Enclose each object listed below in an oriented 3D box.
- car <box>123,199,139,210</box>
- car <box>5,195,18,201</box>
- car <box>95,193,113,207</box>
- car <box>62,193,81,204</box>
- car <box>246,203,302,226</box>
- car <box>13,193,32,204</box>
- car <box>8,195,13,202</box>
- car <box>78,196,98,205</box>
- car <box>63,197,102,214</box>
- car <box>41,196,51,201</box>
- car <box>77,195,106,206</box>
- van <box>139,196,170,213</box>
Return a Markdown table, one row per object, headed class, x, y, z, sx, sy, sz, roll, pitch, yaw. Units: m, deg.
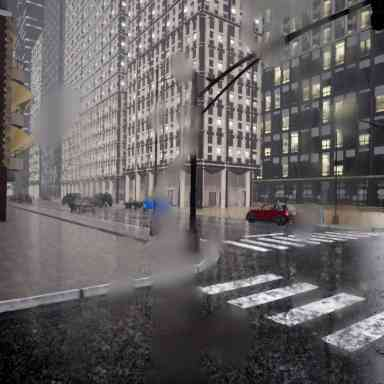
| class | x | y | z | sx | sy | sz | roll | pitch | yaw |
| --- | --- | --- | --- | --- | --- | --- | --- | --- | --- |
| car | -7.324 | 1.584 | 42.365 | 2.008 | 1.369 | 4.403 | 1 | -1 | -35 |
| car | -40.327 | 1.378 | 74.349 | 2.008 | 1.369 | 4.403 | 1 | -1 | -35 |
| car | -14.474 | 1.255 | 53.157 | 2.150 | 2.045 | 5.566 | 1 | -1 | -35 |
| car | -20.029 | 1.183 | 55.613 | 2.150 | 2.045 | 5.566 | 1 | -1 | -35 |
| car | 5.765 | 1.505 | 23.947 | 1.967 | 1.590 | 4.097 | 1 | -1 | -35 |
| car | -30.509 | 1.155 | 60.538 | 2.192 | 1.841 | 5.009 | 1 | -1 | -35 |
| car | -37.056 | 1.397 | 69.745 | 1.947 | 1.339 | 4.313 | 1 | -1 | -35 |
| car | -18.484 | 1.526 | 58.859 | 1.837 | 1.490 | 4.892 | 1 | -1 | -35 |
| car | -10.883 | 1.427 | 32.907 | 2.008 | 1.369 | 4.403 | 1 | -1 | -35 |
| car | -36.769 | 1.571 | 83.806 | 1.802 | 1.307 | 4.206 | 1 | -1 | -35 |
| car | -14.565 | 1.536 | 48.010 | 1.994 | 1.385 | 4.181 | 1 | -1 | -37 |
| van | -4.049 | 1.382 | 37.762 | 1.690 | 1.788 | 3.998 | 1 | -1 | -35 |
